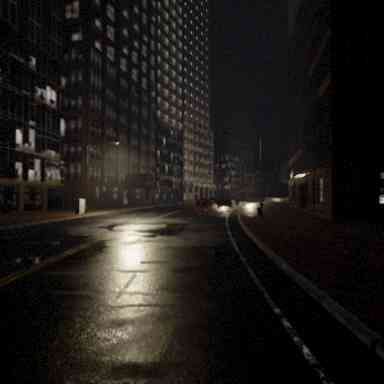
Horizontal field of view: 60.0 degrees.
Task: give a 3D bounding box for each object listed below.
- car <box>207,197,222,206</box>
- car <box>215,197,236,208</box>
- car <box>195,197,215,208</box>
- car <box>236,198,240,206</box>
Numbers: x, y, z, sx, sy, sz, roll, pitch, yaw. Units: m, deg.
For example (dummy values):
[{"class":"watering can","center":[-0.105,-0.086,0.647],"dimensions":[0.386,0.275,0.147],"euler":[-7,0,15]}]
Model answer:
[{"class":"car","center":[4.270,1.756,61.831],"dimensions":[1.837,1.490,4.892],"euler":[0,0,15]},{"class":"car","center":[5.229,1.694,52.019],"dimensions":[1.882,1.535,5.008],"euler":[0,0,13]},{"class":"car","center":[1.857,1.706,51.804],"dimensions":[1.882,1.535,5.008],"euler":[0,0,13]},{"class":"car","center":[7.631,1.764,61.825],"dimensions":[1.812,1.442,4.674],"euler":[0,0,15]}]
